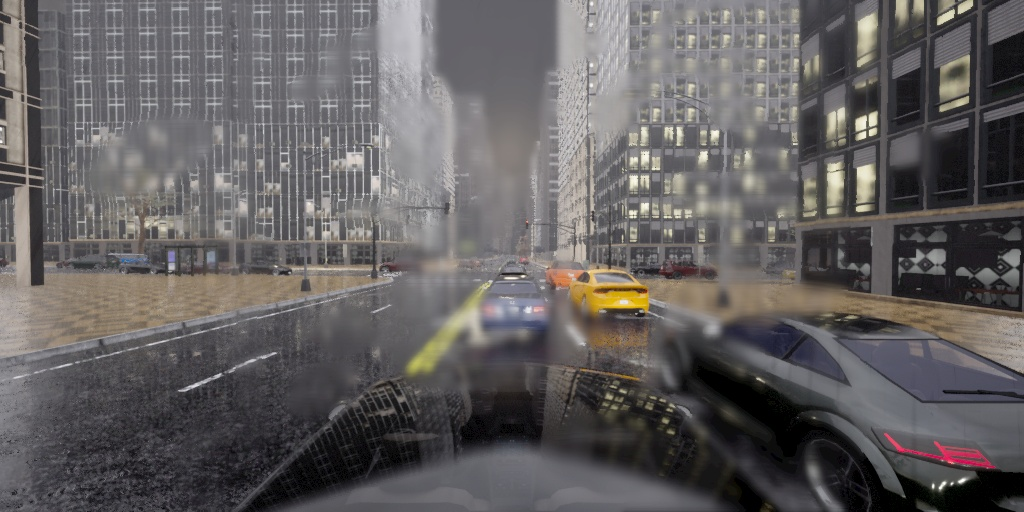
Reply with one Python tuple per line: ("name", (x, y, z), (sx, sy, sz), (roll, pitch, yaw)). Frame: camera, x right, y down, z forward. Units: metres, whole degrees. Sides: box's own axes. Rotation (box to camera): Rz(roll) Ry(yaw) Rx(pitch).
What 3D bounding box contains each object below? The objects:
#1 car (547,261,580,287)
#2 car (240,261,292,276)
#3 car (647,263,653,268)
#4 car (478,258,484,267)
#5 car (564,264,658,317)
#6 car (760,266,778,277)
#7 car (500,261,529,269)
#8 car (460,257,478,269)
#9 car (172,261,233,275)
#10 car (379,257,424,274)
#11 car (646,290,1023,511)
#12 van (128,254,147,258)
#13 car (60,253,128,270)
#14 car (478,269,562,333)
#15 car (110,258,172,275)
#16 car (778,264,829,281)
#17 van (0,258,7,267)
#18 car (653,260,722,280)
("car", (3.305, 1.092, 22.147), (2.097, 1.767, 4.553), (0, 0, 0))
("car", (-22.800, 1.173, 33.296), (4.313, 1.339, 1.948), (0, 0, 1))
("car", (15.189, 1.452, 38.646), (4.718, 1.301, 1.895), (1, 1, 1))
("car", (-6.696, 1.054, 64.259), (2.097, 1.767, 4.553), (0, 0, 0))
("car", (3.325, 1.223, 13.142), (1.882, 1.535, 5.008), (0, 0, 0))
("car", (29.840, 1.528, 38.419), (5.357, 1.411, 2.033), (1, 1, 1))
("car", (0.060, 1.232, 20.488), (2.128, 1.511, 4.902), (0, 0, 0))
("car", (-6.706, 1.277, 54.258), (1.994, 1.385, 4.181), (0, 0, 0))
("car", (-28.484, 1.137, 33.417), (4.207, 1.307, 1.802), (0, 0, 1))
("car", (-12.024, 0.961, 39.012), (4.553, 1.767, 2.097), (1, 1, 1))
("car", (3.339, 1.313, 4.057), (1.994, 1.385, 4.181), (0, 0, 0))
("van", (-45.375, 0.604, 42.214), (3.998, 1.789, 1.690), (0, 0, 1))
("car", (-46.115, 0.650, 39.622), (4.553, 1.767, 2.097), (1, 1, 1))
("car", (0.081, 1.294, 10.735), (2.033, 1.411, 5.357), (0, 0, 1))
("car", (-34.165, 1.068, 33.578), (4.313, 1.339, 1.948), (0, 0, 1))
("car", (27.575, 1.578, 32.681), (4.829, 1.417, 1.751), (0, 0, 1))
("van", (-51.210, 0.686, 33.939), (3.998, 1.789, 1.690), (0, 0, 1))
("car", (16.126, 1.268, 32.853), (5.009, 1.841, 2.192), (0, 0, 1))
